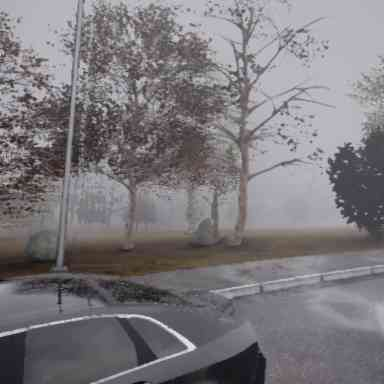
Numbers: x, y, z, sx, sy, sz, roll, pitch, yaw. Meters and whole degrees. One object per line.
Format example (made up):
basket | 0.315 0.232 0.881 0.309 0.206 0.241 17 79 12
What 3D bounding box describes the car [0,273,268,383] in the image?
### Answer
car | -1.616 1.490 2.301 4.892 1.490 1.837 0 0 -34
